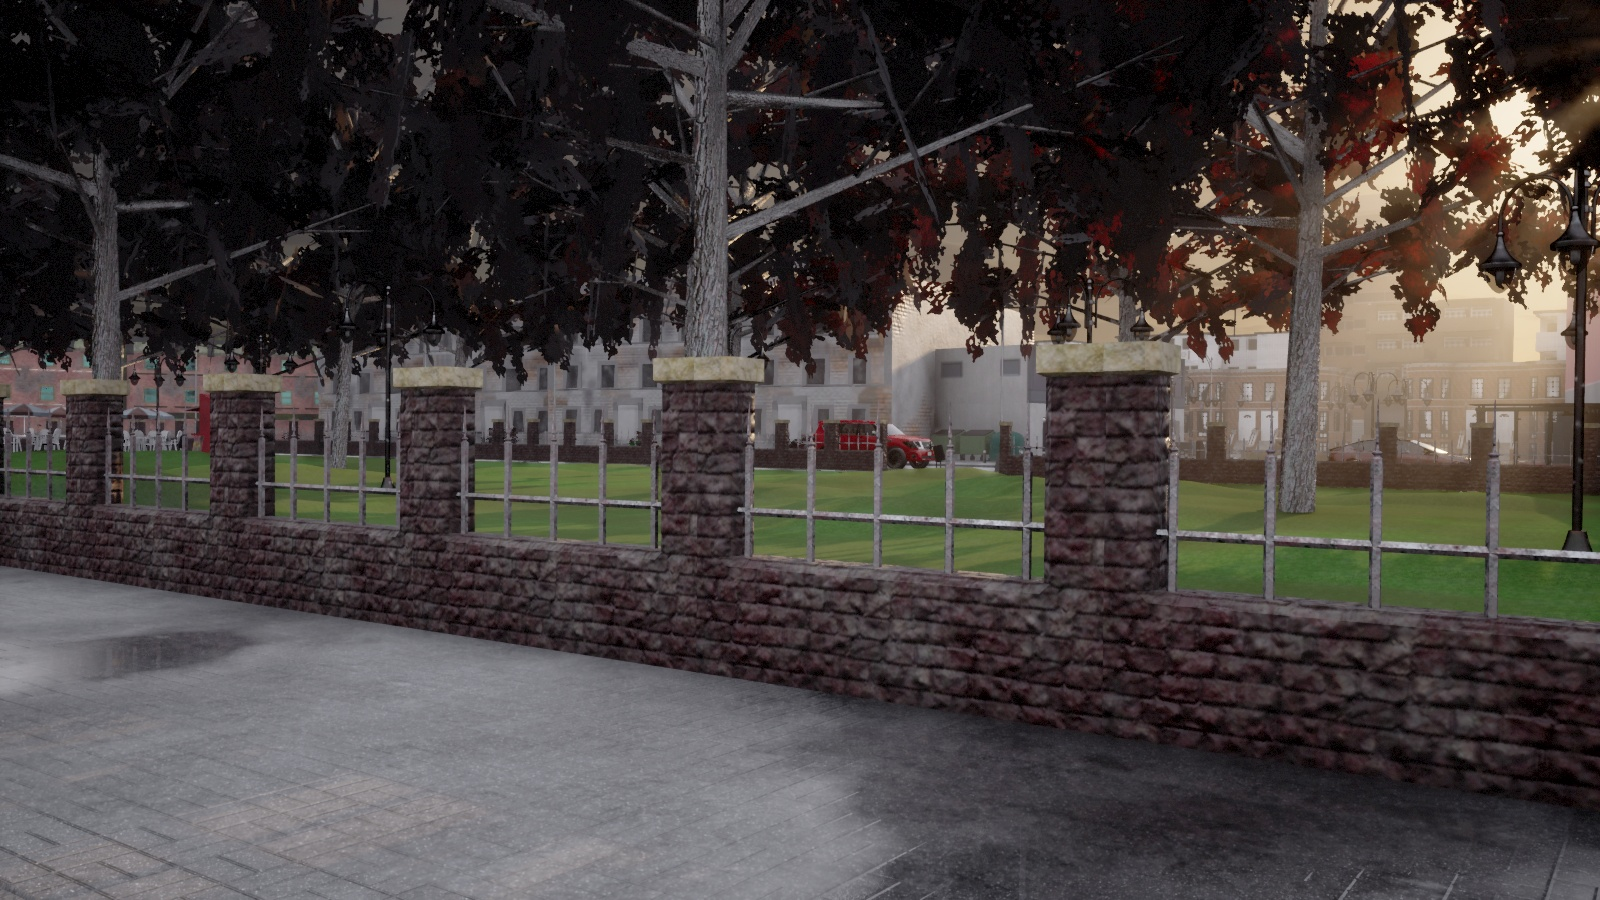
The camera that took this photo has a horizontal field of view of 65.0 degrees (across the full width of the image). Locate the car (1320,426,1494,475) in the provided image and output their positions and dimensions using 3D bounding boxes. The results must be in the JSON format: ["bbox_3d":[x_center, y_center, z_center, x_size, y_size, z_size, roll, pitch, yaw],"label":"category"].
[{"bbox_3d":[19.728,-0.006,40.903,4.792,1.488,2.163,0,1,36],"label":"car"}]

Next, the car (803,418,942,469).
[{"bbox_3d":[3.007,-0.298,52.797,5.566,2.045,2.150,0,1,36],"label":"car"}]
